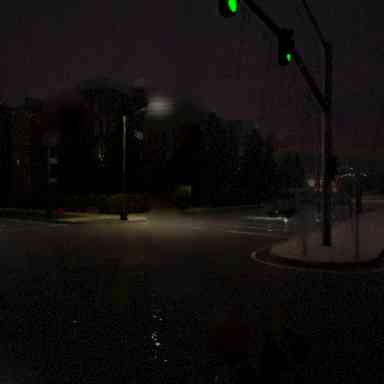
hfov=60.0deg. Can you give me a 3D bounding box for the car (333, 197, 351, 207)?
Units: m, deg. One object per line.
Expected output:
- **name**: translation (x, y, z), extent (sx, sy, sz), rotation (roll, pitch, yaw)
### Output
- **car**: translation (23.046, 1.461, 51.077), extent (1.812, 1.442, 4.674), rotation (0, 0, 35)

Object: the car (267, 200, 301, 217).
- **car**: translation (8.667, 1.461, 30.644), extent (1.812, 1.442, 4.674), rotation (0, 0, 36)

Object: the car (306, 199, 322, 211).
- **car**: translation (14.686, 1.536, 39.210), extent (1.895, 1.301, 4.718), rotation (0, 0, 35)
